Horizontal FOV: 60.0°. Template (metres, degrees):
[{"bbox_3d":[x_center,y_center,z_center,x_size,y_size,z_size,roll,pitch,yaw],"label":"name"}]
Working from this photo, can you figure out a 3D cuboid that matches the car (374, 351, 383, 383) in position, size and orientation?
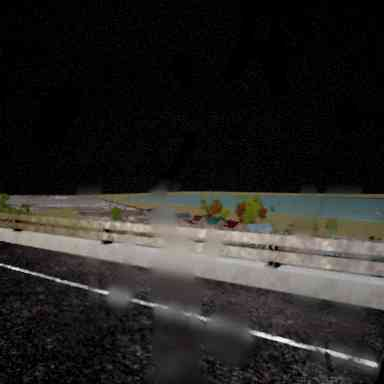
[{"bbox_3d":[3.196,1.566,1.722,4.181,1.385,1.994,0,0,35],"label":"car"}]
